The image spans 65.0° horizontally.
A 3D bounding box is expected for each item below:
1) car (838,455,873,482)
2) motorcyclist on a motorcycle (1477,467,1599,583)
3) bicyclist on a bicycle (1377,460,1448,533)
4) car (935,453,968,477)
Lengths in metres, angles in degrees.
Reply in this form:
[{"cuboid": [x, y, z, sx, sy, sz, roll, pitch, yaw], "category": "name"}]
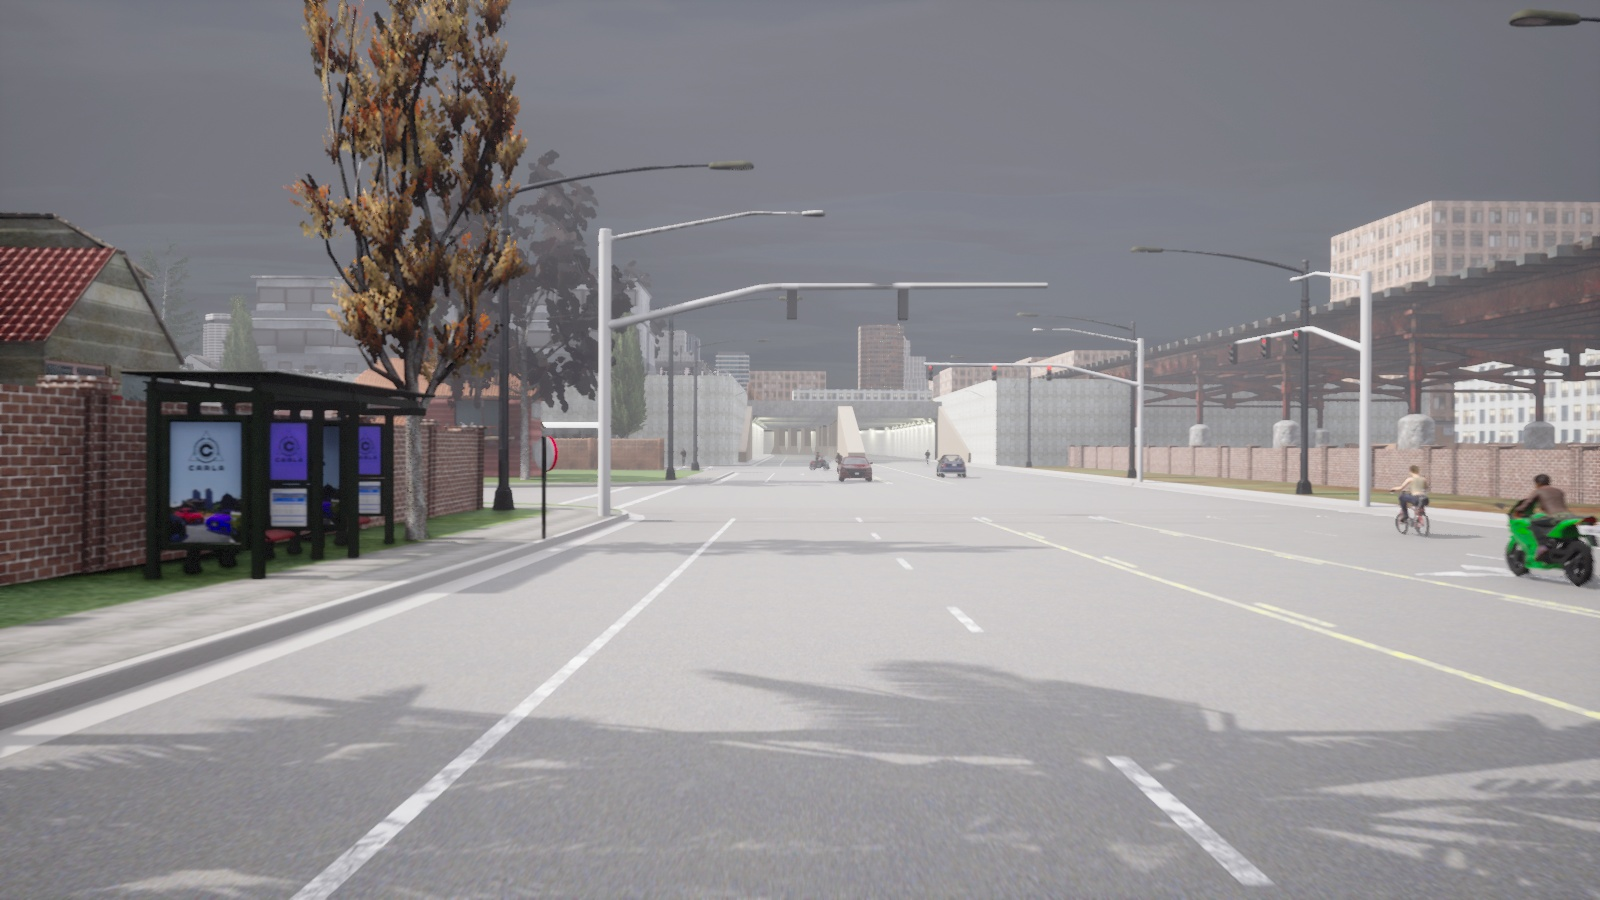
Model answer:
[{"cuboid": [3.302, 1.082, 75.333, 1.882, 1.535, 5.008, 0, 0, 0], "category": "car"}, {"cuboid": [10.454, 1.008, 17.615, 0.797, 1.523, 2.044, 0, -1, 0], "category": "motorcyclist on a motorcycle"}, {"cuboid": [13.926, 1.044, 28.611, 0.866, 1.612, 1.509, 0, 0, 0], "category": "bicyclist on a bicycle"}, {"cuboid": [10.276, 1.015, 85.635, 1.789, 1.549, 3.705, 0, 0, 0], "category": "car"}]
